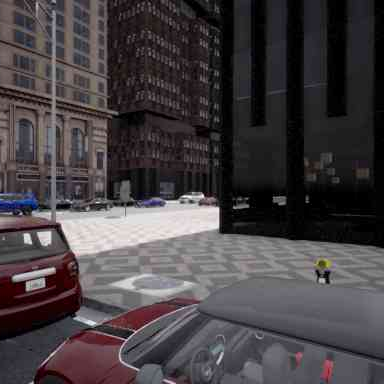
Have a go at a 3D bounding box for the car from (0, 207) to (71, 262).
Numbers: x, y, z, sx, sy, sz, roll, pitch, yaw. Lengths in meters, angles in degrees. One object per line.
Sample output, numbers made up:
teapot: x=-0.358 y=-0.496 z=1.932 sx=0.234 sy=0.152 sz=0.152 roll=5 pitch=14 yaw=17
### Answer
car: x=-4.030 y=1.314 z=5.812 sx=5.009 sy=1.841 sz=2.192 roll=0 pitch=0 yaw=35

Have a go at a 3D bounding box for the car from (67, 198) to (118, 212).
car: x=-11.218 y=1.425 z=37.903 sx=1.837 sy=1.490 sz=4.892 roll=0 pitch=0 yaw=36

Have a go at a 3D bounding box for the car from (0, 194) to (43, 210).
car: x=-16.853 y=1.167 z=29.986 sx=2.150 sy=2.045 sz=5.566 roll=0 pitch=0 yaw=34

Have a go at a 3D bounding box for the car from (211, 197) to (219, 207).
car: x=5.222 y=1.401 z=49.587 sx=1.837 sy=1.490 sz=4.892 roll=0 pitch=0 yaw=36

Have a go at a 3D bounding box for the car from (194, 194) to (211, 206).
car: x=2.809 y=1.445 z=51.807 sx=1.994 sy=1.385 sz=4.181 roll=0 pitch=0 yaw=37

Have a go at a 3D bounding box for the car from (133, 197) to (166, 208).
car: x=-5.528 y=1.420 z=45.910 sx=1.812 sy=1.442 sz=4.674 roll=0 pitch=0 yaw=36

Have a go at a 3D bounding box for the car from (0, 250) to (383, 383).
car: x=0.540 y=1.440 z=2.572 sx=4.097 sy=1.590 sz=1.967 roll=0 pitch=0 yaw=35

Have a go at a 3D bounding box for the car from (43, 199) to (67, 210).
car: x=-15.258 y=1.514 z=37.831 sx=1.895 sy=1.301 sz=4.718 roll=0 pitch=0 yaw=35

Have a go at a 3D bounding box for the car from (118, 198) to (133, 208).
car: x=-9.495 y=1.487 z=45.938 sx=1.895 sy=1.301 sz=4.718 roll=0 pitch=0 yaw=35

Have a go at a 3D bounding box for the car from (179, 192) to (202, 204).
car: x=-0.032 y=1.065 z=59.118 sx=2.150 sy=2.045 sz=5.566 roll=0 pitch=0 yaw=36
